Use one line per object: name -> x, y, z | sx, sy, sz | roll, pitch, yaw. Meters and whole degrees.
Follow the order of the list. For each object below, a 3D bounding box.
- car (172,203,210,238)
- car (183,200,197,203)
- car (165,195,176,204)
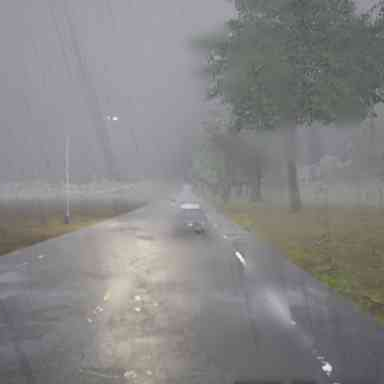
car -> -0.064, 1.551, 17.608 | 2.033, 1.411, 5.357 | 0, 0, 0
car -> -0.224, 1.578, 37.383 | 1.895, 1.301, 4.718 | 0, 0, 0
car -> -4.021, 1.406, 61.877 | 1.837, 1.490, 4.892 | 0, 0, 0
